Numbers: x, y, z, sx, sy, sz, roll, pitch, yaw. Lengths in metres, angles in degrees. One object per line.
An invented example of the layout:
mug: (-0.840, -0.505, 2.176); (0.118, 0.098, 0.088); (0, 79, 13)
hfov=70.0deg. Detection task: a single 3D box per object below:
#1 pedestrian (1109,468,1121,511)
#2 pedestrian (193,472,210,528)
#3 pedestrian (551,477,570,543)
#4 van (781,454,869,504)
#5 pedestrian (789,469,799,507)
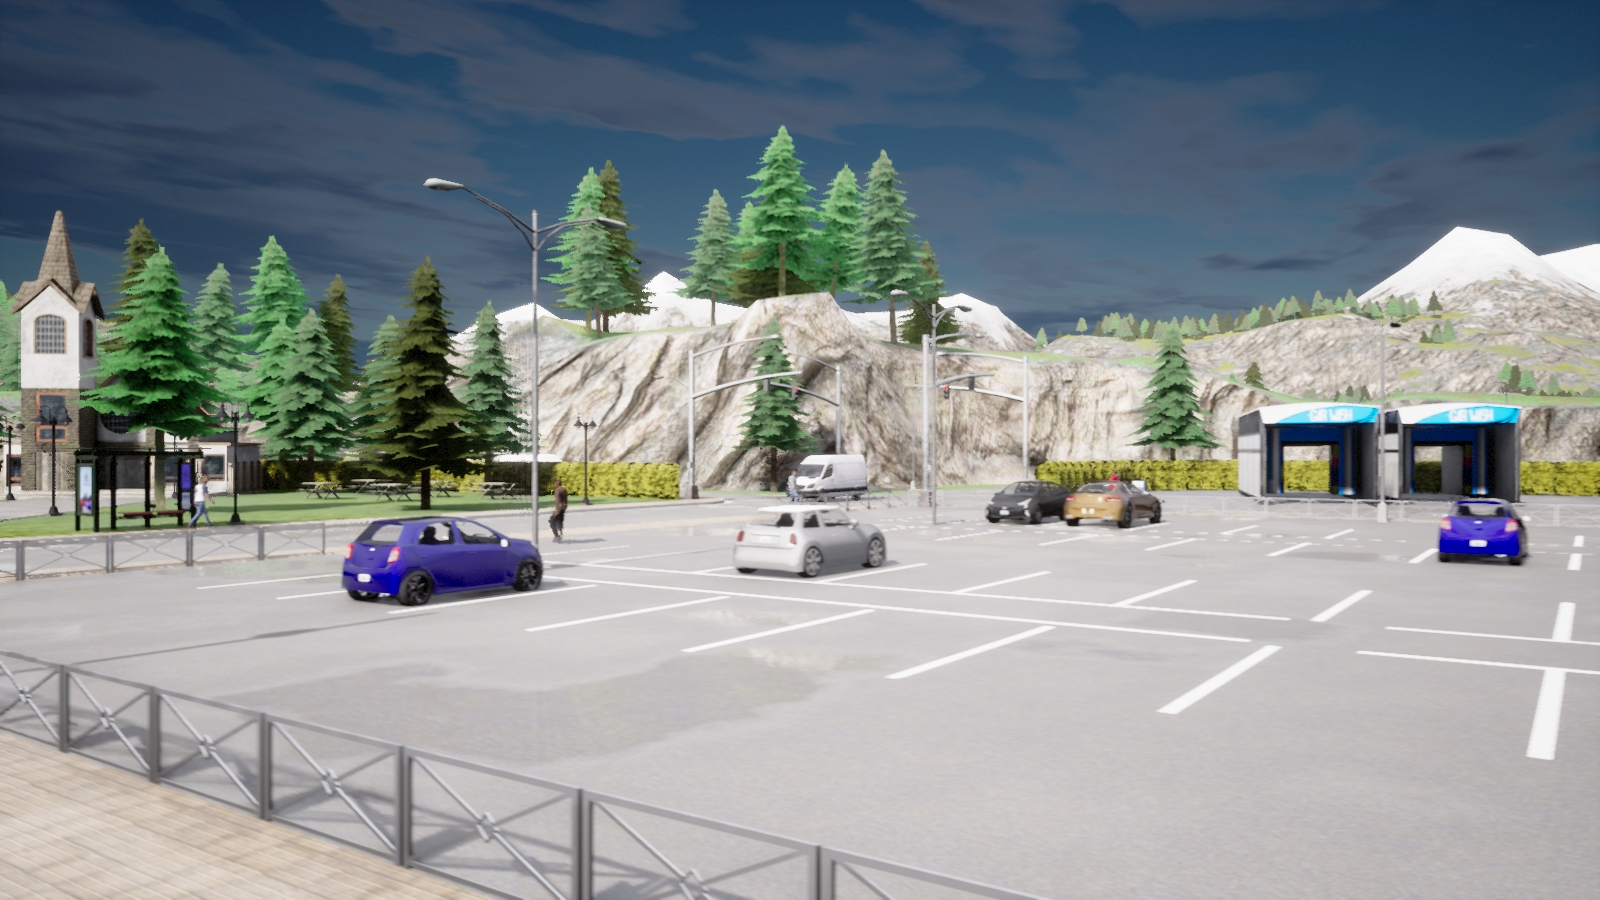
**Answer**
pedestrian: (13.624, 1.693, 49.434); (0.375, 1.860, 0.375); (0, 0, 35)
pedestrian: (-20.233, 1.694, 38.643); (0.375, 1.860, 0.375); (0, 0, 37)
pedestrian: (-6.755, 1.687, 32.248); (0.375, 1.860, 0.375); (0, 0, 28)
van: (1.456, 1.532, 63.285); (1.988, 2.561, 5.915); (0, 0, 34)
pedestrian: (-0.292, 1.847, 55.741); (0.375, 1.860, 0.375); (0, 0, 36)
